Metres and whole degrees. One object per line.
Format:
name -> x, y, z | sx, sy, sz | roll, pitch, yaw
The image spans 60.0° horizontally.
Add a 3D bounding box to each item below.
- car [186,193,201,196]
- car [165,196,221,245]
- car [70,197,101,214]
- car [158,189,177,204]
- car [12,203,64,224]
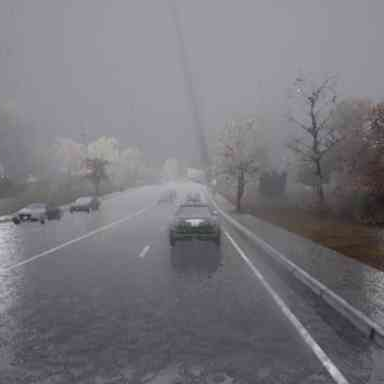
car -> 0.174, 0.781, 44.596 | 2.033, 1.411, 5.357 | 0, 3, 0
car -> 0.125, 1.263, 15.110 | 2.097, 1.767, 4.553 | 0, 0, 0
car -> -10.536, 1.231, 33.162 | 1.882, 1.535, 5.008 | 0, 1, 0
car -> -3.425, 0.811, 44.076 | 2.033, 1.411, 5.357 | 0, 3, 0
car -> -10.553, 1.428, 23.054 | 1.994, 1.385, 4.181 | 0, 0, 0
